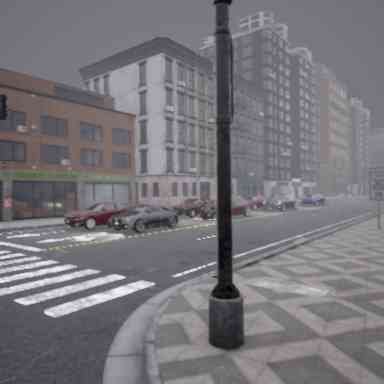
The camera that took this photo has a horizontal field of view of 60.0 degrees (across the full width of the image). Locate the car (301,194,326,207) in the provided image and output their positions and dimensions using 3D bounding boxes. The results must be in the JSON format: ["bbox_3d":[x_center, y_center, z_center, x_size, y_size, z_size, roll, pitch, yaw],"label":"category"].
[{"bbox_3d":[15.267,0.966,41.776,1.882,1.535,5.008,-1,0,38],"label":"car"}]

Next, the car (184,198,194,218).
[{"bbox_3d":[0.325,1.242,27.997,1.882,1.535,5.008,-1,0,38],"label":"car"}]

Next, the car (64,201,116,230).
[{"bbox_3d":[-5.422,1.357,20.644,1.882,1.535,5.008,-1,0,39],"label":"car"}]

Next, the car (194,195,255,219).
[{"bbox_3d":[2.599,1.095,25.633,2.097,1.767,4.553,-1,0,38],"label":"car"}]

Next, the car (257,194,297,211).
[{"bbox_3d":[8.886,0.968,33.672,2.097,1.767,4.553,-1,0,38],"label":"car"}]

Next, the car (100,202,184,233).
[{"bbox_3d":[-2.704,1.413,18.838,1.994,1.385,4.181,-1,0,38],"label":"car"}]

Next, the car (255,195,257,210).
[{"bbox_3d":[6.765,1.112,36.232,1.882,1.535,5.008,-1,0,38],"label":"car"}]
